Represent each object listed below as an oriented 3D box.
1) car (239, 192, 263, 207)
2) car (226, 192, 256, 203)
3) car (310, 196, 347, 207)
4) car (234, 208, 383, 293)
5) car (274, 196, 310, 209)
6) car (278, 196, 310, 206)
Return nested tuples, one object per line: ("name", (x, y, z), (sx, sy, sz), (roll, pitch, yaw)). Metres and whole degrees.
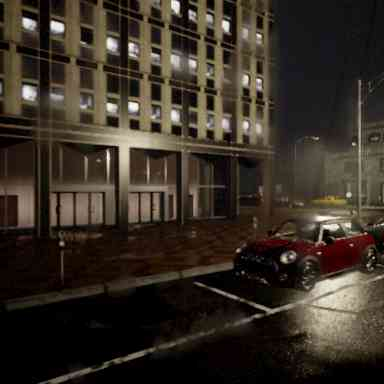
("car", (7.764, 0.972, 43.124), (2.192, 1.841, 5.009), (0, 0, -35))
("car", (8.369, 0.920, 56.997), (2.192, 1.841, 5.009), (0, 0, -35))
("car", (17.710, 1.199, 43.468), (1.752, 1.417, 4.829), (0, 0, -35))
("car", (3.010, 1.394, 8.701), (4.097, 1.590, 1.967), (0, 1, -36))
("car", (10.909, 1.232, 38.568), (2.008, 1.369, 4.403), (0, 0, -35))
("car", (14.660, 1.233, 47.885), (1.802, 1.307, 4.206), (0, 0, -35))
